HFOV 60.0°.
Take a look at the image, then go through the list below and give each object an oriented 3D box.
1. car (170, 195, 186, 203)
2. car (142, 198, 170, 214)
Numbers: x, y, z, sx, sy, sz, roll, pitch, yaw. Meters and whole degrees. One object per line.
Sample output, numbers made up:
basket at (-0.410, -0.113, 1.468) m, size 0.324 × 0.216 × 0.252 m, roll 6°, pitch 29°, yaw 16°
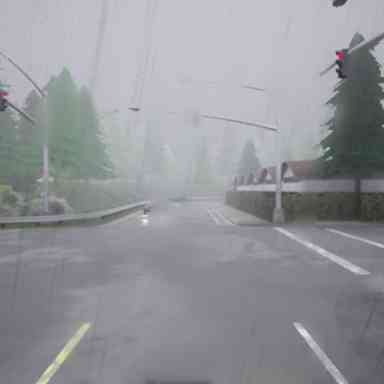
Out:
car at (-2.616, 1.188, 56.372) m, size 1.895 × 1.301 × 4.718 m, roll 0°, pitch 0°, yaw 19°
car at (-3.472, 1.303, 31.781) m, size 1.812 × 1.442 × 4.674 m, roll 0°, pitch 1°, yaw 0°
